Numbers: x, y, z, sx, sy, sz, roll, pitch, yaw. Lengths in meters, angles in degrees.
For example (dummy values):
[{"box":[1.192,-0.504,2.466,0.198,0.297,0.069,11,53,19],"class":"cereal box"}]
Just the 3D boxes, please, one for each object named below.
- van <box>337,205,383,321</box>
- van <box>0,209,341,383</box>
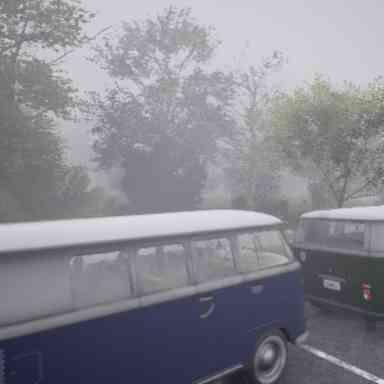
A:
[{"box":[4.133,1.261,6.800,4.442,1.987,1.878,-1,-1,-34],"class":"van"},{"box":[-0.517,1.248,3.715,4.442,1.987,1.878,-1,-1,-35],"class":"van"}]
